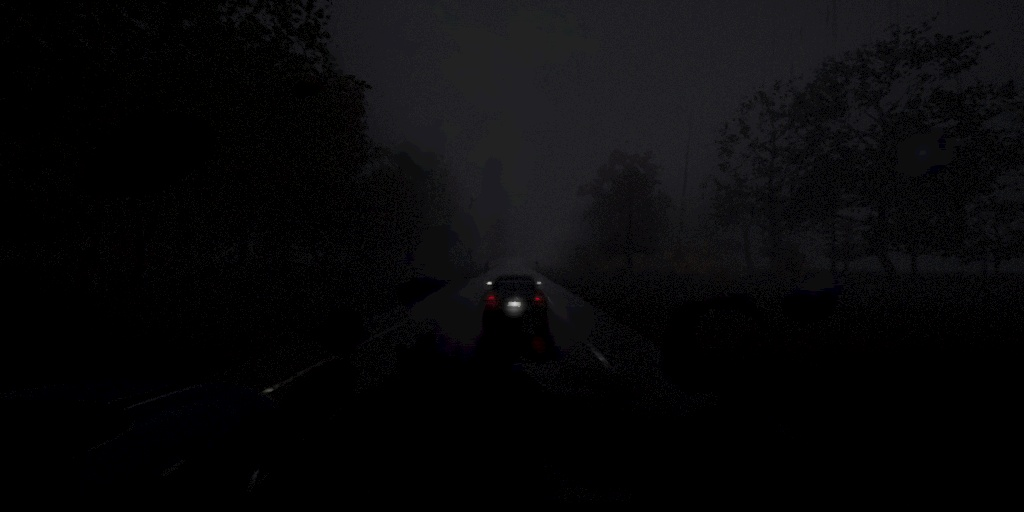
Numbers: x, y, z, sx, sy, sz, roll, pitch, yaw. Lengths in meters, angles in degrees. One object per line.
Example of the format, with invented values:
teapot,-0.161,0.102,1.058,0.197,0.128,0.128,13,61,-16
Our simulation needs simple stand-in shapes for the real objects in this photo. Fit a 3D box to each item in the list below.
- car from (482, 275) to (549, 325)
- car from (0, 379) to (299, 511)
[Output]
car,0.099,1.316,11.857,1.994,1.385,4.181,0,0,0
car,-2.753,1.103,0.920,2.097,1.767,4.553,0,0,2
